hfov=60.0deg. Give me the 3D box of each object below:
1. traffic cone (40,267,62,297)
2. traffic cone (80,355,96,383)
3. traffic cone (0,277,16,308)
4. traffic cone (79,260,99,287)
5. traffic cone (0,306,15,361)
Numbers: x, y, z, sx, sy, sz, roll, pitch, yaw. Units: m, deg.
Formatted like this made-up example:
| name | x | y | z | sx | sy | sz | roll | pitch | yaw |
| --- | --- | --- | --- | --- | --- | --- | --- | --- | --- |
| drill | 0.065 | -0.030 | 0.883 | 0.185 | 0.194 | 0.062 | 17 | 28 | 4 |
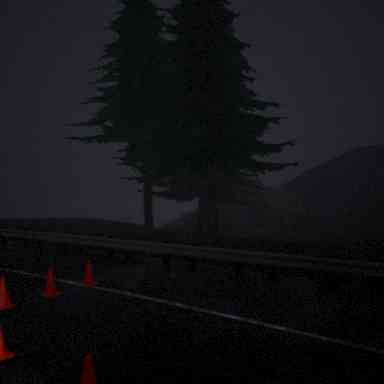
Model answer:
| name | x | y | z | sx | sy | sz | roll | pitch | yaw |
| --- | --- | --- | --- | --- | --- | --- | --- | --- | --- |
| traffic cone | -3.114 | 1.964 | 7.340 | 0.340 | 0.580 | 0.340 | 0 | 0 | 36 |
| traffic cone | -1.052 | 1.957 | 3.372 | 0.340 | 0.580 | 0.340 | 0 | 0 | 36 |
| traffic cone | -3.702 | 1.966 | 6.531 | 0.340 | 0.580 | 0.340 | 0 | 0 | 36 |
| traffic cone | -2.527 | 1.962 | 8.150 | 0.340 | 0.580 | 0.340 | 0 | 0 | 36 |
| traffic cone | -2.671 | 1.963 | 4.547 | 0.340 | 0.580 | 0.340 | 0 | 0 | 36 |
